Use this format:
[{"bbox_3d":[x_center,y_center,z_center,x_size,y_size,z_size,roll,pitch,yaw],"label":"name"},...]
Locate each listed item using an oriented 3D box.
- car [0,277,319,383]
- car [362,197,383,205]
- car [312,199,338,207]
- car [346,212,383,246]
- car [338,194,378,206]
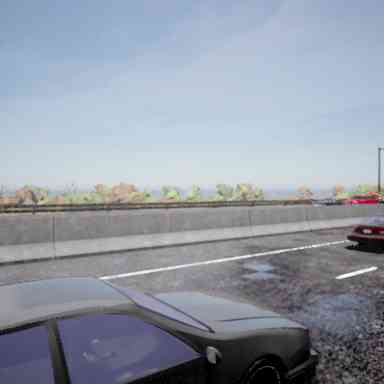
[{"bbox_3d":[-1.199,1.549,2.892,5.357,1.411,2.033,0,0,-36],"label":"car"},{"bbox_3d":[20.733,1.608,35.970,4.674,1.442,1.812,0,0,-35],"label":"car"},{"bbox_3d":[17.113,1.576,41.982,4.902,1.511,2.128,0,0,-35],"label":"car"},{"bbox_3d":[8.829,1.582,14.343,5.357,1.411,2.033,0,0,-35],"label":"car"},{"bbox_3d":[20.462,1.308,40.071,5.566,2.045,2.150,0,0,-35],"label":"car"}]
